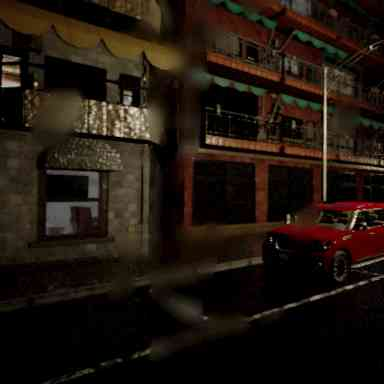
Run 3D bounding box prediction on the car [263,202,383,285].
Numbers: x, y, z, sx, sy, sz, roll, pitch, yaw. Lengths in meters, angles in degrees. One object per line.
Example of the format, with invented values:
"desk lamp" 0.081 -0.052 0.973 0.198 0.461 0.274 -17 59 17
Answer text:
"car" 4.298 1.256 9.599 5.009 1.841 2.192 0 1 -35
